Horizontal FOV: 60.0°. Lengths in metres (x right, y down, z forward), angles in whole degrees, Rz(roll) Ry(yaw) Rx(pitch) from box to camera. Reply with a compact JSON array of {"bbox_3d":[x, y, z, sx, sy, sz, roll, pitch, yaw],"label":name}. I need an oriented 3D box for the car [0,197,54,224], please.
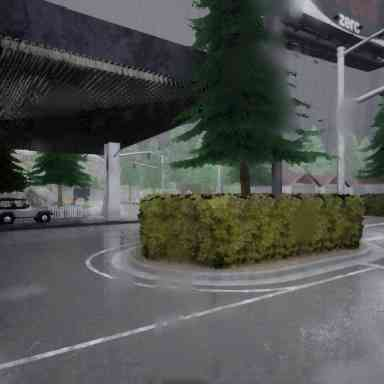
[{"bbox_3d":[-11.986,1.313,23.463,3.866,1.878,1.905,0,0,-36],"label":"car"}]
